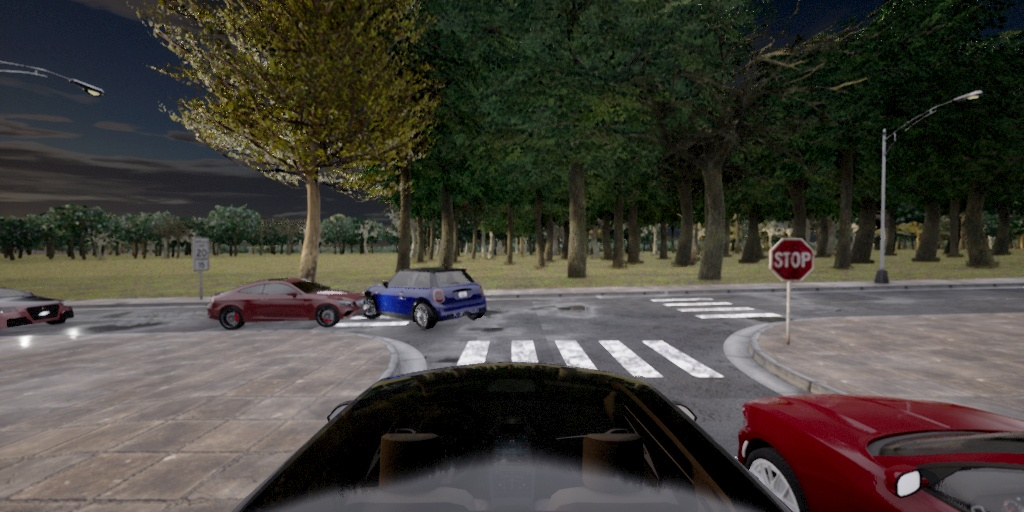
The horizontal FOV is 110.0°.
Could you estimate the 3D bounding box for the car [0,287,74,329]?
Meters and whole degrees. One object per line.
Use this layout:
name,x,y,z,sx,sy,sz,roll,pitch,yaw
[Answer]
car,-16.976,1.706,11.465,4.181,1.385,1.994,-1,1,0

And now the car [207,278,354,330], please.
car,-7.033,1.426,11.467,4.674,1.442,1.812,-1,1,0

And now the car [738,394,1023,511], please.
car,2.636,1.296,1.029,1.888,1.381,4.507,0,0,0

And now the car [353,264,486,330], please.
car,-2.990,1.144,11.625,4.553,1.767,2.097,-1,1,42
